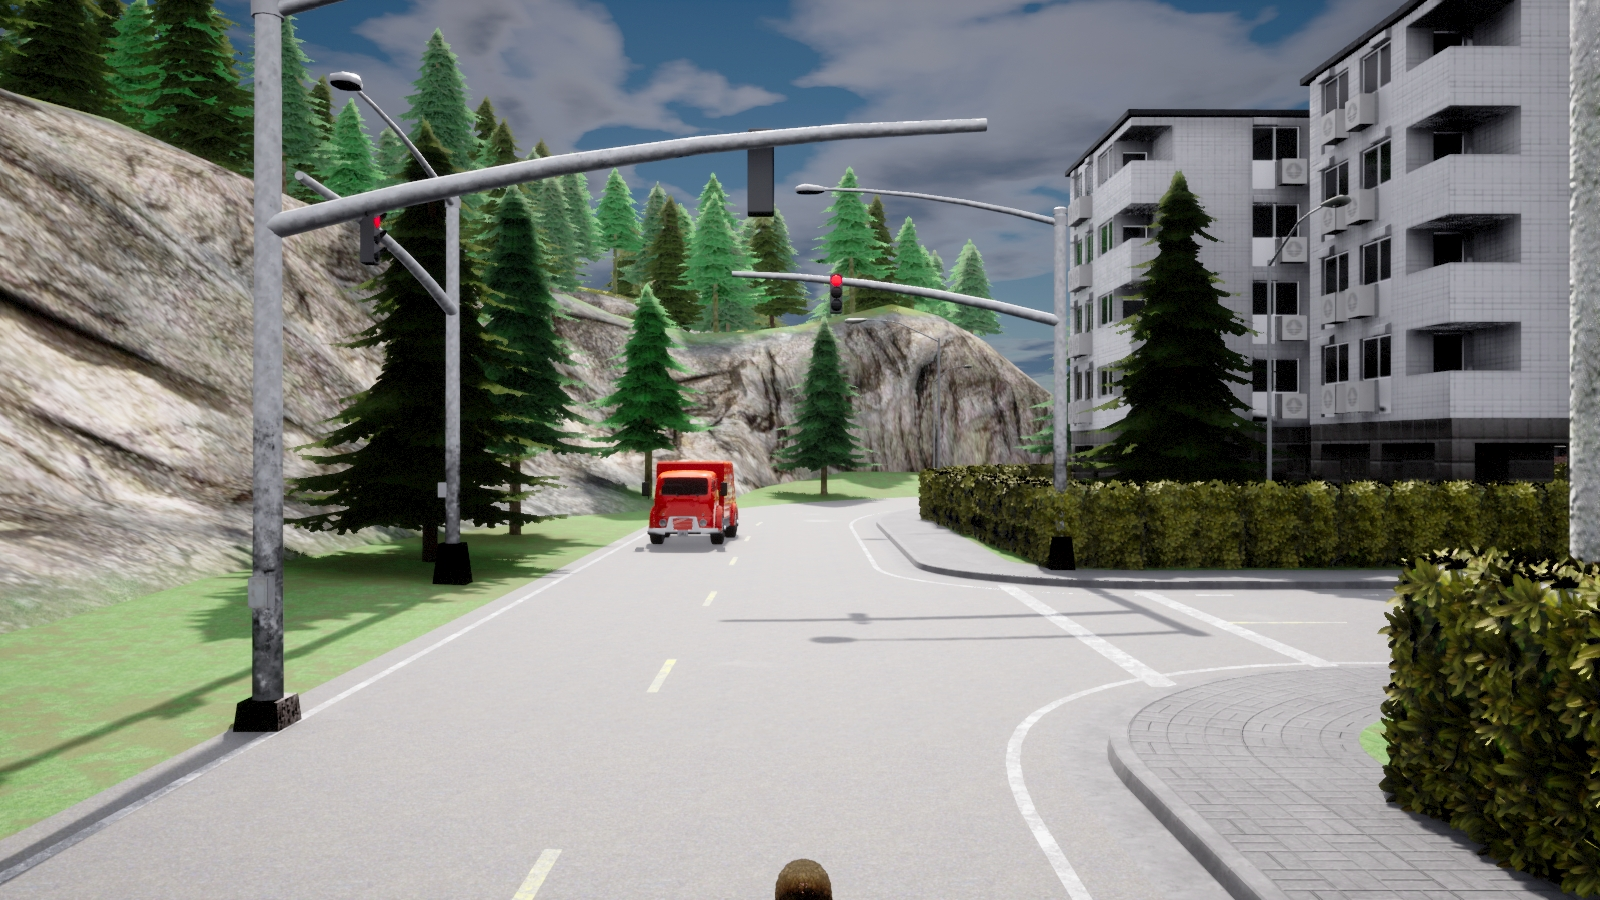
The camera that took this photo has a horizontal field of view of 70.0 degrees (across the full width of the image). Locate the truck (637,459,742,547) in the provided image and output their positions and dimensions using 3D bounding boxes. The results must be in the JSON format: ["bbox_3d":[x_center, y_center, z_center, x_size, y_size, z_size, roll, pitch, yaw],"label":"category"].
[{"bbox_3d":[-3.310,1.548,35.380,2.627,2.467,5.204,0,0,1],"label":"truck"}]

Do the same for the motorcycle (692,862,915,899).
[{"bbox_3d":[0.010,2.193,3.477,0.803,1.145,2.033,0,0,0],"label":"motorcycle"}]
